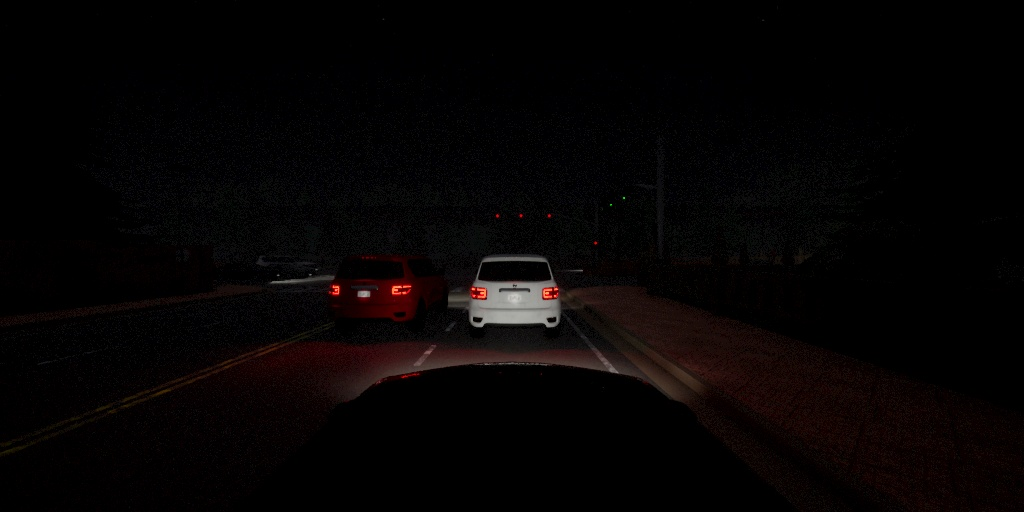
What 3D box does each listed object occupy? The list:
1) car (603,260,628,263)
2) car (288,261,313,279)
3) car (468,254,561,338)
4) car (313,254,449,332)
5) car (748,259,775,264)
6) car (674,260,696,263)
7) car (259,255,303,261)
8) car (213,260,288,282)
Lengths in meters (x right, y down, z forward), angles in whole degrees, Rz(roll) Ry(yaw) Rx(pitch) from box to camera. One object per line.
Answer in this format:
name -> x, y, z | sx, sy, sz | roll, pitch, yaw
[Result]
car -> 13.593, 1.255, 49.039 | 4.892, 1.490, 1.837 | 0, 0, 0
car -> -19.968, 1.351, 31.570 | 4.718, 1.301, 1.895 | 0, 0, 0
car -> 0.081, 0.971, 10.303 | 2.150, 2.045, 5.566 | 0, 0, 1
car -> -3.419, 0.971, 10.985 | 2.150, 2.045, 5.566 | 0, 0, 0
car -> 33.207, 1.220, 48.938 | 4.892, 1.490, 1.837 | -1, 0, 0
car -> 23.361, 1.297, 48.978 | 5.357, 1.411, 2.033 | 0, 0, 0
car -> -21.967, 0.970, 35.084 | 5.566, 2.045, 2.150 | 0, 0, 0
car -> -20.739, 1.254, 28.075 | 4.892, 1.490, 1.837 | 0, 0, 0
